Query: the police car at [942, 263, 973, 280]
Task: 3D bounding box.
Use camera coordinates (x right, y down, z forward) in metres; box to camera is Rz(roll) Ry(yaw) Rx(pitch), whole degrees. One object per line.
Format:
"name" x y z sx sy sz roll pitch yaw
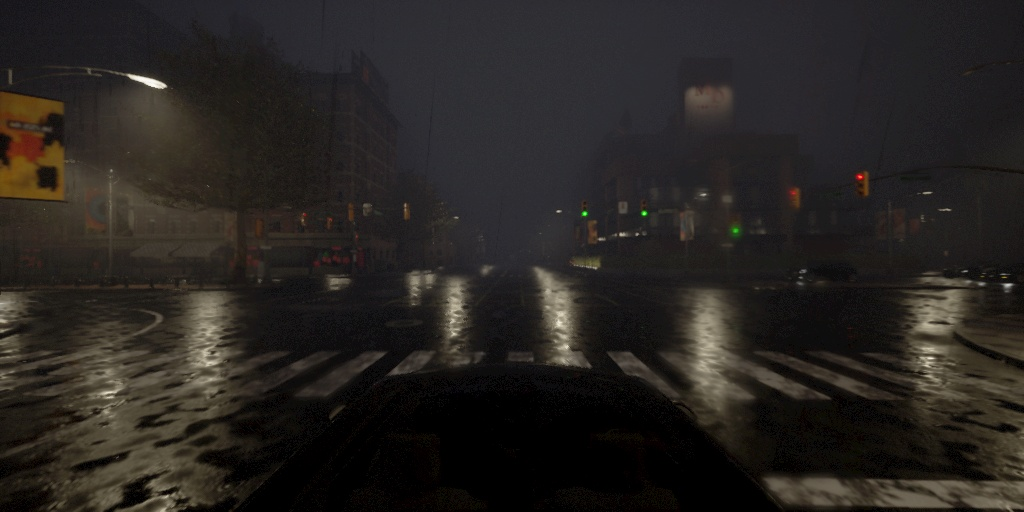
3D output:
"police car" 39.818 1.254 30.586 4.974 1.542 2.038 0 0 1

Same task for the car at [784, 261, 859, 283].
"car" 23.614 1.152 27.530 4.553 1.767 2.097 0 0 1

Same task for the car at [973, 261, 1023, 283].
"car" 38.716 1.268 27.110 4.892 1.490 1.837 0 0 1
